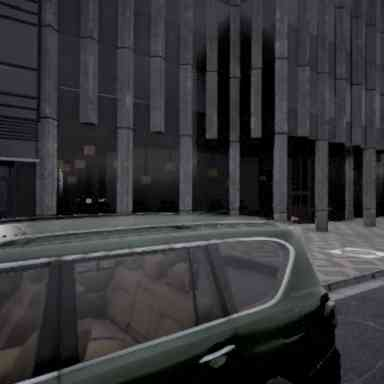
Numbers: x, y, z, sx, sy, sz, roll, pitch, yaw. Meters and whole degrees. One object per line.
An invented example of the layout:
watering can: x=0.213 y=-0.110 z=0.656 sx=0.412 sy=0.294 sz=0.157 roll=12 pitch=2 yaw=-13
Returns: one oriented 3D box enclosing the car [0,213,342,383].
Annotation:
car: x=-1.266 y=1.232 z=2.316 sx=5.566 sy=2.045 sz=2.150 roll=1 pitch=0 yaw=-35
